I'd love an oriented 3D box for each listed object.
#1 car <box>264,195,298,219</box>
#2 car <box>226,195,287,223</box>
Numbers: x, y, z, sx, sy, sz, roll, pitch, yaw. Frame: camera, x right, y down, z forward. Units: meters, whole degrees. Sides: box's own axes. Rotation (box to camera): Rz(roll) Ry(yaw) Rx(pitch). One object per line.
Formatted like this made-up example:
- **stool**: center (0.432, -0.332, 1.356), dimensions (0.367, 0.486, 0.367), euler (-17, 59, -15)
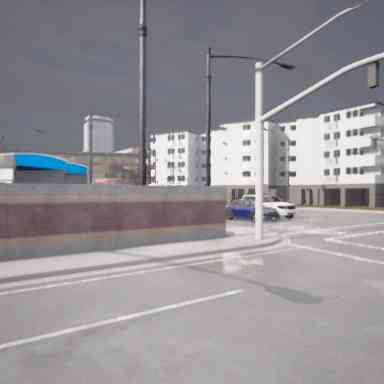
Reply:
- **car**: center (6.653, 1.260, 29.546), dimensions (2.150, 2.045, 5.566), euler (0, 0, -35)
- **car**: center (4.743, 1.385, 26.111), dimensions (2.097, 1.767, 4.553), euler (0, 0, -33)
